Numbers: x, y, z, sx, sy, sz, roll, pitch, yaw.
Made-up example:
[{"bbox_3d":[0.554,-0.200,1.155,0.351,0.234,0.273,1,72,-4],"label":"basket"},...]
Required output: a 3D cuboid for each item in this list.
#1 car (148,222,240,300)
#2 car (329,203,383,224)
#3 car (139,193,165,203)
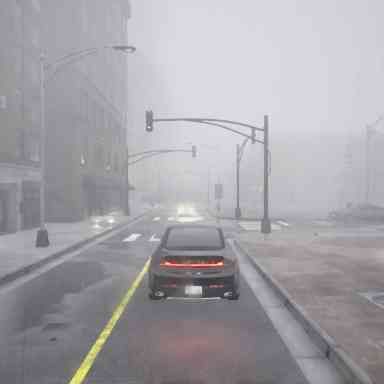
[{"bbox_3d":[0.058,1.505,8.358,1.837,1.490,4.892,0,0,1],"label":"car"},{"bbox_3d":[12.061,1.515,23.748,4.181,1.385,1.994,0,0,0],"label":"car"},{"bbox_3d":[-8.402,1.294,70.028,5.566,2.045,2.150,0,0,9],"label":"car"}]
